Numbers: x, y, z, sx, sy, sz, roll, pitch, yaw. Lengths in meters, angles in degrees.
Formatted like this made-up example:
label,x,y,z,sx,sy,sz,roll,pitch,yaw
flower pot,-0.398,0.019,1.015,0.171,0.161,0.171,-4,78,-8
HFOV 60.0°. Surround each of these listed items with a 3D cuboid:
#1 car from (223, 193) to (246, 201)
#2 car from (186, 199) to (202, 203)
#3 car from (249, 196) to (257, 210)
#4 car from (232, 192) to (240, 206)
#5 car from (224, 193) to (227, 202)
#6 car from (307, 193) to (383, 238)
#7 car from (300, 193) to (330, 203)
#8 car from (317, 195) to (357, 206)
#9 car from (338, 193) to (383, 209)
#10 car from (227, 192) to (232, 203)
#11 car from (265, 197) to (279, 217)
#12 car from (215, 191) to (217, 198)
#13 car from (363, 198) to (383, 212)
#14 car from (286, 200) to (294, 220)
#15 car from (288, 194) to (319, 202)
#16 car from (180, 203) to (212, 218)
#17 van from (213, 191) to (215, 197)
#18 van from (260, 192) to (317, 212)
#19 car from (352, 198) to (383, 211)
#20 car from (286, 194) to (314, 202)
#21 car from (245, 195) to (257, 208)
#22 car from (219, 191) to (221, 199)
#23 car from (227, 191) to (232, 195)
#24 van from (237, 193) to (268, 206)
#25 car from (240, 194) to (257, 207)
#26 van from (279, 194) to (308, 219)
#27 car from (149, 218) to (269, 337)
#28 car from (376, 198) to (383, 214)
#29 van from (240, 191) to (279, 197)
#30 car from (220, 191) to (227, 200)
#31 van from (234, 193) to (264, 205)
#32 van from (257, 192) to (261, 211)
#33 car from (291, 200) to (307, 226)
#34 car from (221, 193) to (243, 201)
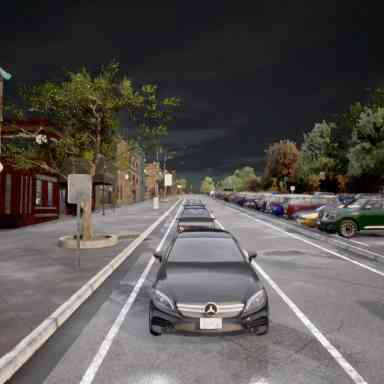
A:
label,x,y,z,sx,sy,sz,roll,pitch,yaw
car,8.854,1.034,70.319,4.553,1.767,2.185,0,1,0
car,0.213,1.440,29.870,2.128,1.511,4.902,0,0,0
car,9.161,1.467,36.676,4.792,1.488,2.163,0,0,0
car,9.022,1.110,47.892,5.566,2.045,2.435,0,1,0
car,8.944,1.275,61.911,4.674,1.452,2.002,0,1,0
car,9.248,1.219,17.050,5.566,2.045,2.435,0,0,0
car,22.074,1.131,59.657,4.553,1.767,2.185,0,1,0
car,22.291,1.329,51.331,5.366,1.575,1.946,0,1,0
car,22.137,1.150,43.001,5.566,2.045,2.435,0,0,0
car,8.982,1.286,56.305,4.892,1.521,2.231,0,1,0
car,9.188,1.458,28.264,5.008,1.535,2.097,0,0,0
car,8.798,1.059,81.533,5.008,1.535,2.097,0,1,0
car,22.177,1.466,37.445,4.792,1.488,2.163,0,0,0
car,9.237,1.504,22.658,4.674,1.452,2.002,0,0,0
car,21.818,1.204,65.207,5.366,1.575,1.946,0,1,0
car,0.189,1.531,17.422,2.033,1.411,5.357,0,0,0
van,8.625,0.757,89.939,4.442,1.987,1.878,0,1,0
van,9.056,1.228,31.070,4.442,1.987,1.878,0,0,0
car,22.215,1.449,40.228,4.792,1.488,2.163,0,0,0
car,21.988,1.183,67.985,4.892,1.521,2.231,0,1,0
car,9.109,1.463,39.484,4.674,1.452,2.002,0,0,0
car,8.877,0.933,67.515,5.566,2.045,2.435,0,1,0
car,8.999,1.134,59.107,4.553,1.767,2.185,0,1,0
van,9.146,1.110,50.698,4.442,1.987,1.878,0,1,0
car,9.097,1.405,42.287,4.892,1.521,2.231,0,0,0
van,9.331,1.235,25.461,4.442,1.987,1.878,0,0,0
car,0.251,1.523,6.843,1.812,1.442,4.674,0,0,0
car,22.411,1.441,34.674,5.366,1.575,1.946,0,0,0
van,9.187,1.160,45.093,4.442,1.987,1.878,0,0,0
car,8.898,0.958,64.712,5.566,2.045,2.435,0,1,0
van,9.125,1.085,53.501,4.442,1.987,1.878,0,1,0
van,9.269,1.220,33.873,4.442,1.987,1.878,0,0,0
car,9.070,1.464,19.853,5.366,1.575,1.946,0,0,0
car,8.833,1.009,73.122,4.553,1.767,2.185,0,1,0
